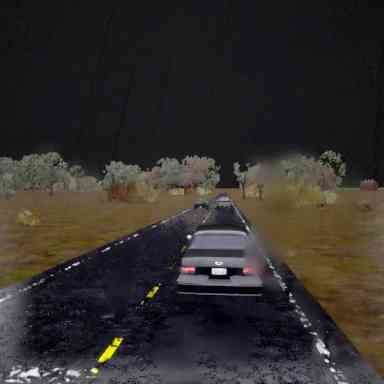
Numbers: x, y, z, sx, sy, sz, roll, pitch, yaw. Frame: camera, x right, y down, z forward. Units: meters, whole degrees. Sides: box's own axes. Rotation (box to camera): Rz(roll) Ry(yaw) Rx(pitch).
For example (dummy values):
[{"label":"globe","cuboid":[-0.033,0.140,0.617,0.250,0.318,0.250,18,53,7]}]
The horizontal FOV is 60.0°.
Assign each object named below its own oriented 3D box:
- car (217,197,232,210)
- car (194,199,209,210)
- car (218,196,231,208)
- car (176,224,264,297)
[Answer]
[{"label":"car","cuboid":[4.164,1.488,42.296,2.128,1.511,4.902,0,0,6]},{"label":"car","cuboid":[1.289,1.597,44.079,1.895,1.301,4.718,0,0,6]},{"label":"car","cuboid":[4.858,1.470,49.599,1.882,1.535,5.008,0,0,6]},{"label":"car","cuboid":[0.762,1.548,8.785,2.033,1.411,5.357,0,0,6]}]
